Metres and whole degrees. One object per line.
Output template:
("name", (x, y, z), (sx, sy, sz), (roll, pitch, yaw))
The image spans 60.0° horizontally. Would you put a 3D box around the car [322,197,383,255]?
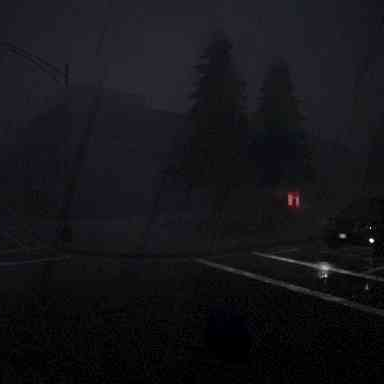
("car", (7.698, 1.248, 13.745), (5.566, 2.045, 2.150), (0, 0, -37))
